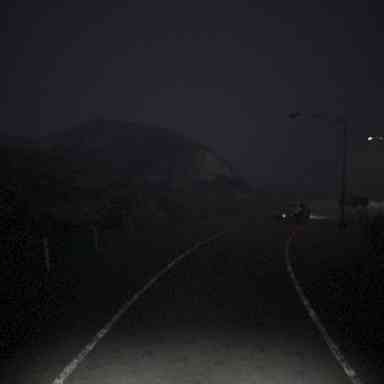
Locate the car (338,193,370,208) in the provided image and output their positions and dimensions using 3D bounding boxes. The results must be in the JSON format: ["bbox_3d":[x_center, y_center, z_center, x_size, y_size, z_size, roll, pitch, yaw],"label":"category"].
[{"bbox_3d":[18.200,0.855,37.283,4.902,1.511,2.128,-4,6,-40],"label":"car"}]

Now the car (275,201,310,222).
[{"bbox_3d":[7.727,1.408,25.526,1.812,1.442,4.674,3,2,31],"label":"car"}]
